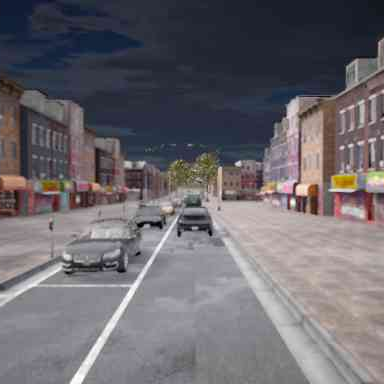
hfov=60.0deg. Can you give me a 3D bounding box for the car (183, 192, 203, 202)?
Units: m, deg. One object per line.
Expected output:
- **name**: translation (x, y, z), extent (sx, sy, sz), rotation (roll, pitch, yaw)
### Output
- **car**: translation (0.232, 1.335, 44.647), extent (2.150, 2.045, 5.566), rotation (0, 0, 0)

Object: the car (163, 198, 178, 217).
- **car**: translation (-2.562, 1.573, 32.105), extent (1.752, 1.417, 4.829), rotation (-1, 0, 0)

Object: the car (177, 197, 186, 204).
- **car**: translation (-2.431, 1.937, 75.853), extent (1.802, 1.307, 4.206), rotation (-2, -1, 0)

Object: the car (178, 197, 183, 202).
- **car**: translation (-2.516, 1.576, 48.617), extent (1.967, 1.590, 4.097), rotation (-1, 0, 0)

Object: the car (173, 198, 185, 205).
- **car**: translation (-2.464, 1.811, 64.959), extent (2.008, 1.369, 4.403), rotation (-2, 0, 0)

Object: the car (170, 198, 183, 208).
- **car**: translation (-2.493, 1.757, 54.059), extent (1.802, 1.307, 4.206), rotation (-1, 0, 0)

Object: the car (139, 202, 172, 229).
- **car**: translation (-2.592, 1.579, 21.381), extent (1.947, 1.339, 4.313), rotation (-1, 0, 0)

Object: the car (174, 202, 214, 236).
- **car**: translation (0.151, 1.513, 18.592), extent (1.837, 1.490, 4.892), rotation (0, 0, 0)

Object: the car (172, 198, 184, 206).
- **car**: translation (-2.480, 1.767, 59.511), extent (2.008, 1.369, 4.403), rotation (-2, 0, 0)

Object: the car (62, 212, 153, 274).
- **car**: translation (-2.624, 1.548, 10.484), extent (2.008, 1.369, 4.403), rotation (-1, 0, 0)
